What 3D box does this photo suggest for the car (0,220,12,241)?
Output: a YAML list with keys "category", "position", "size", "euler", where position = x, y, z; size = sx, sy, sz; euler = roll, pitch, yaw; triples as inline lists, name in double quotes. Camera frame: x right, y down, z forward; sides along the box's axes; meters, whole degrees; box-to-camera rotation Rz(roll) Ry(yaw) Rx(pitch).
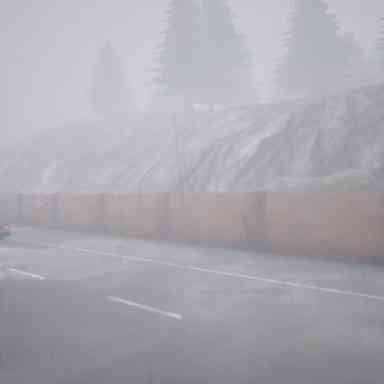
- category: "car"
  position: [-11.168, 1.762, 16.900]
  size: [5.357, 1.411, 2.033]
  euler: [-1, -1, 38]
